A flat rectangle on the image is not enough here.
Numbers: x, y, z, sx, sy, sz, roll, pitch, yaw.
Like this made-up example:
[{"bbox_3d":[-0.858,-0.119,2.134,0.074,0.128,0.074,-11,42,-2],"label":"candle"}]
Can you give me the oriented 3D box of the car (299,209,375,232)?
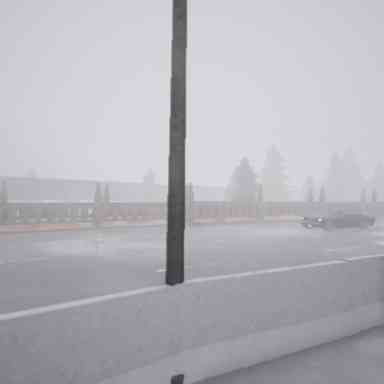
[{"bbox_3d":[9.087,1.724,20.838,4.718,1.301,1.895,1,0,-24],"label":"car"}]
